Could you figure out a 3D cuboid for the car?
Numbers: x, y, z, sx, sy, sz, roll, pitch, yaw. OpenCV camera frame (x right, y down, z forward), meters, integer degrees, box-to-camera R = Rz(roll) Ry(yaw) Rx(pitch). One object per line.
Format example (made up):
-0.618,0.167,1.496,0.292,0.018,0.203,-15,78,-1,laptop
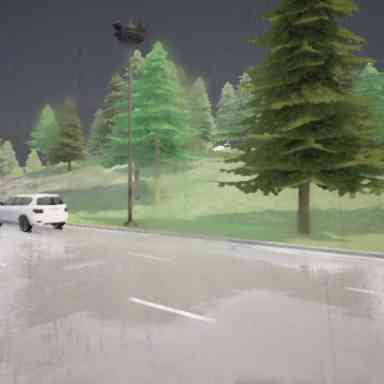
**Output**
-9.549,1.146,19.395,5.566,2.045,2.150,0,0,35,car
